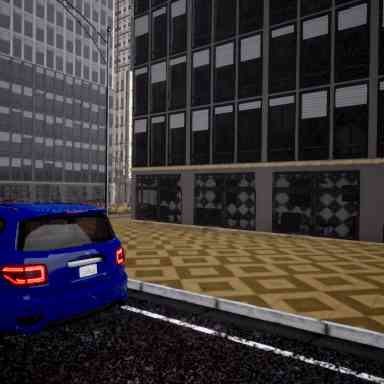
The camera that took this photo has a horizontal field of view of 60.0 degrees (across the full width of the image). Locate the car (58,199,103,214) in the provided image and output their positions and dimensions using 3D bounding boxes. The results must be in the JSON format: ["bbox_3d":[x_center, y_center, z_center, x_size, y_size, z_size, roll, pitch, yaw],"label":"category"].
[{"bbox_3d":[-13.365,1.670,40.284,1.882,1.535,5.008,1,1,36],"label":"car"}]

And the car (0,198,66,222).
[{"bbox_3d":[-14.124,1.519,29.521,2.192,1.841,5.009,1,0,36],"label":"car"}]

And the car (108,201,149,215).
[{"bbox_3d":[-7.324,1.830,38.731,1.752,1.417,4.829,1,0,36],"label":"car"}]

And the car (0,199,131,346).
[{"bbox_3d":[-3.683,1.218,6.311,5.566,2.045,2.150,0,0,35],"label":"car"}]

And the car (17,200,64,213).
[{"bbox_3d":[-17.620,1.643,38.896,1.752,1.417,4.829,1,0,36],"label":"car"}]
